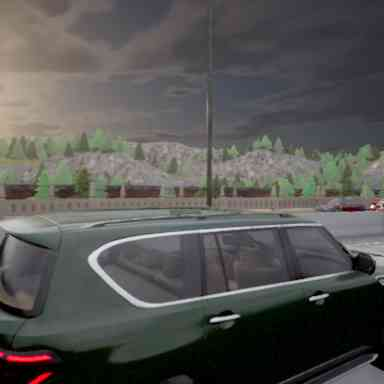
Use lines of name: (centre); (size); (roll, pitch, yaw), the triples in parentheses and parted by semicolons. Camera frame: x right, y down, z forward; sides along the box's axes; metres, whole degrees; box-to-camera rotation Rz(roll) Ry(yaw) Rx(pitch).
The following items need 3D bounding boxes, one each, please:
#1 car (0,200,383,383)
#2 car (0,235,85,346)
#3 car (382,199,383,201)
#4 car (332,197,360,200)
car: (0.546, 1.208, 3.976); (5.566, 2.045, 2.150); (0, 0, -34)
car: (-4.255, 1.571, 4.923); (4.718, 1.301, 1.895); (0, 0, -35)
car: (17.462, 1.172, 27.709); (5.566, 2.045, 2.150); (0, 0, -18)
car: (13.389, 1.284, 29.956); (4.553, 1.767, 2.097); (0, 0, -19)
